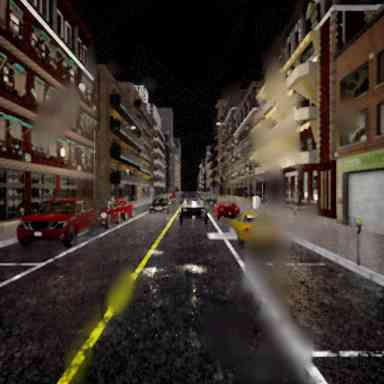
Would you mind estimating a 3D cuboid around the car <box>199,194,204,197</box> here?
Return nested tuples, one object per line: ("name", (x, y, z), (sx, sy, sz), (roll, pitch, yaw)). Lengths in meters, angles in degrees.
("car", (0.120, 1.288, 41.502), (1.994, 1.385, 4.181), (0, 0, 0))

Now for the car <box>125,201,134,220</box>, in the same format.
("car", (-5.676, 1.371, 26.057), (1.887, 1.381, 4.507), (0, 0, 0))

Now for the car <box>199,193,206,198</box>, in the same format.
("car", (2.732, 0.991, 88.046), (1.802, 1.307, 4.206), (0, 0, 0))

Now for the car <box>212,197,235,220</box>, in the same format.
("car", (2.704, 1.372, 26.048), (1.887, 1.381, 4.507), (0, 0, 0))

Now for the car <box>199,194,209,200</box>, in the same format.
("car", (2.727, 1.051, 76.773), (1.947, 1.339, 4.313), (0, 0, 0))

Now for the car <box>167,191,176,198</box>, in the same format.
("car", (-5.645, 0.685, 93.688), (2.192, 1.841, 5.009), (0, 0, 0))

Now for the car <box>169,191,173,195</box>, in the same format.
("car", (-5.656, 1.074, 71.145), (2.008, 1.369, 4.403), (0, 0, 0))

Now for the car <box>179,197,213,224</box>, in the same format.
("car", (0.110, 1.340, 23.035), (2.128, 1.511, 4.902), (0, 1, 0))

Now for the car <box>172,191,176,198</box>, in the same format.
("car", (-5.651, 0.991, 82.417), (1.887, 1.381, 4.507), (0, 0, 0))

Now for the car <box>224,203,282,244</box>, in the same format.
("car", (2.699, 1.426, 14.946), (1.752, 1.417, 4.829), (0, 0, 0))

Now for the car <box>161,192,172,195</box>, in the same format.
("car", (-5.659, 1.112, 65.508), (2.008, 1.369, 4.403), (0, 0, 0))

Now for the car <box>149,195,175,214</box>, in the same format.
("car", (-2.985, 1.292, 32.045), (1.837, 1.490, 4.892), (0, 0, 0))

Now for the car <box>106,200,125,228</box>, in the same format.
("car", (-5.679, 1.304, 20.419), (1.967, 1.590, 4.097), (0, 0, 0))

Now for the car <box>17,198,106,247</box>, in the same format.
("car", (-5.681, 1.217, 14.783), (2.192, 1.841, 5.009), (0, 0, 0))

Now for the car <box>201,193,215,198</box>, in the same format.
("car", (2.714, 1.227, 48.592), (2.008, 1.369, 4.403), (0, 0, 0))
